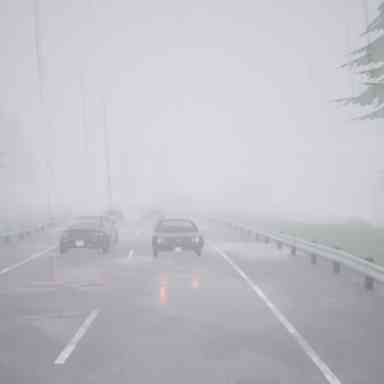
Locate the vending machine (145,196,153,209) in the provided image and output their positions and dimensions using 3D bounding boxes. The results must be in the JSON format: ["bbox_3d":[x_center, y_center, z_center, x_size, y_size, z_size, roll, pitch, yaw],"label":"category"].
[{"bbox_3d":[-7.033,1.788,54.502,1.100,2.100,0.880,0,-1,-25],"label":"vending machine"}]

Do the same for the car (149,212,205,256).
[{"bbox_3d":[-0.728,1.754,13.893,1.895,1.301,4.718,0,-1,-6],"label":"car"}]

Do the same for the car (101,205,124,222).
[{"bbox_3d":[-6.979,1.844,29.173,1.812,1.442,4.674,0,0,-14],"label":"car"}]

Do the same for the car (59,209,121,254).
[{"bbox_3d":[-4.293,1.681,14.207,1.812,1.442,4.674,0,0,-7],"label":"car"}]

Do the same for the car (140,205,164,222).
[{"bbox_3d":[-3.565,1.852,29.943,1.812,1.442,4.674,0,0,-14],"label":"car"}]
